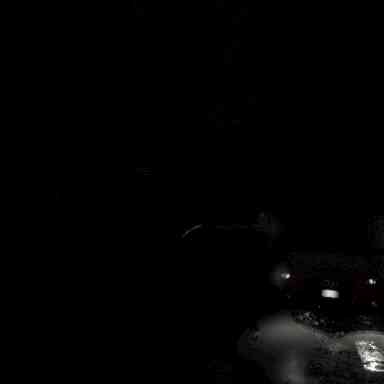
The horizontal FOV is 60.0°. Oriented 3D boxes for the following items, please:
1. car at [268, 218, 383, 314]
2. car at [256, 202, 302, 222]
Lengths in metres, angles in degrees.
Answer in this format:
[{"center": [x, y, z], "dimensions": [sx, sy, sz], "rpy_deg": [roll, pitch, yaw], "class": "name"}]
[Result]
[{"center": [2.876, 1.563, 7.657], "dimensions": [1.994, 1.385, 4.181], "rpy_deg": [0, 0, 15], "class": "car"}, {"center": [6.669, 1.490, 25.350], "dimensions": [2.128, 1.511, 4.902], "rpy_deg": [0, 0, 42], "class": "car"}]
